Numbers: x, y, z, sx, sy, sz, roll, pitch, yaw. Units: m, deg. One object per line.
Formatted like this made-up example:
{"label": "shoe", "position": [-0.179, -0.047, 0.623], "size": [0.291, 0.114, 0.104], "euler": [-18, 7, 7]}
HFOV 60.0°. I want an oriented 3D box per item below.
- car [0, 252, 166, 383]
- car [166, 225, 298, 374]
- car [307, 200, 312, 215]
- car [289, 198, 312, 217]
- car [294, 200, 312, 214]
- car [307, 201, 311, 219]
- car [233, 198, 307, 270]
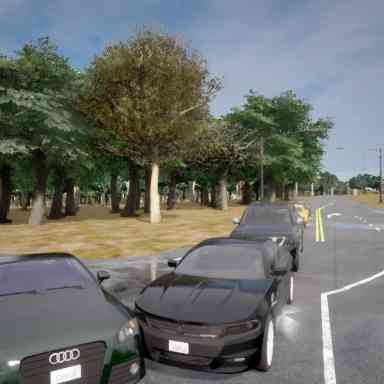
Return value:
{"label": "car", "position": [-2.291, 1.642, 4.904], "size": [1.994, 1.385, 4.181], "euler": [1, -2, -33]}
{"label": "car", "position": [0.758, 1.612, 6.195], "size": [1.882, 1.535, 5.008], "euler": [-1, -2, 21]}
{"label": "car", "position": [9.370, 1.724, 29.477], "size": [1.812, 1.442, 4.674], "euler": [-1, 0, 21]}
{"label": "car", "position": [11.410, 1.562, 34.847], "size": [2.097, 1.767, 4.553], "euler": [-1, 0, 21]}
{"label": "car", "position": [13.419, 1.747, 40.052], "size": [1.812, 1.442, 4.674], "euler": [-1, 0, 21]}
{"label": "car", "position": [7.298, 1.663, 23.978], "size": [1.882, 1.535, 5.008], "euler": [-1, 0, 21]}
{"label": "car", "position": [2.894, 1.459, 12.330], "size": [2.150, 2.045, 5.566], "euler": [-2, 0, 21]}
